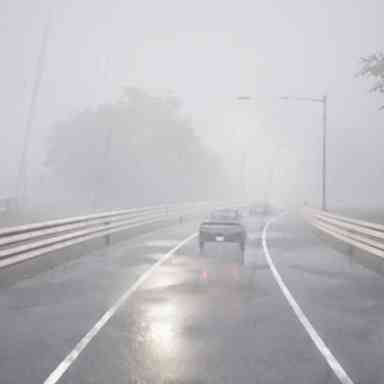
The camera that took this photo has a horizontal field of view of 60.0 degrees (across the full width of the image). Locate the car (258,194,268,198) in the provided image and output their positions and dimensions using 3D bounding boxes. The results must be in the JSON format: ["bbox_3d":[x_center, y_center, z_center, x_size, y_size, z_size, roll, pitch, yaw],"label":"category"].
[{"bbox_3d":[18.425,1.326,86.609,2.097,1.767,4.553,0,0,1],"label":"car"}]

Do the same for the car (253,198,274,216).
[{"bbox_3d":[6.915,1.589,32.857,1.994,1.385,4.181,0,0,20],"label":"car"}]

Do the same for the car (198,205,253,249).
[{"bbox_3d":[1.478,1.498,14.606,2.128,1.511,4.902,0,0,11],"label":"car"}]
